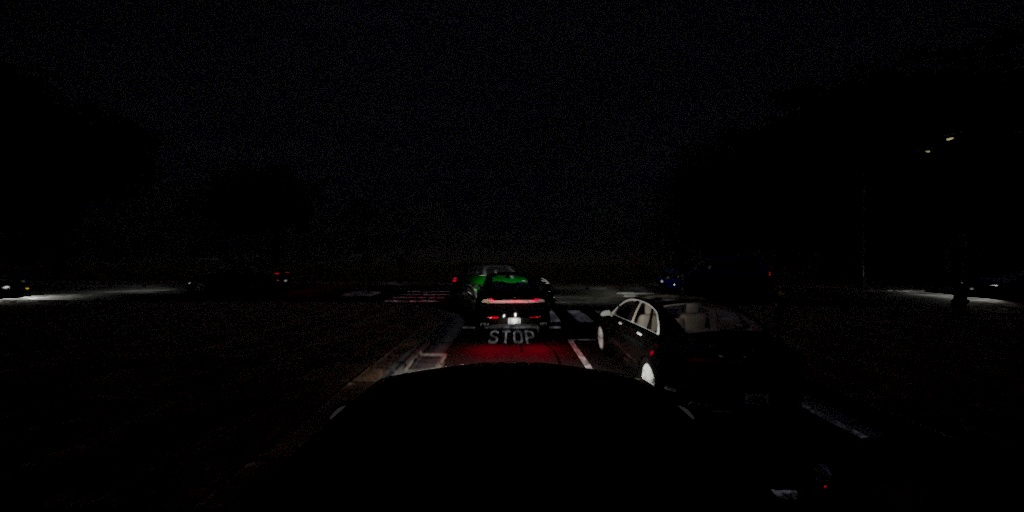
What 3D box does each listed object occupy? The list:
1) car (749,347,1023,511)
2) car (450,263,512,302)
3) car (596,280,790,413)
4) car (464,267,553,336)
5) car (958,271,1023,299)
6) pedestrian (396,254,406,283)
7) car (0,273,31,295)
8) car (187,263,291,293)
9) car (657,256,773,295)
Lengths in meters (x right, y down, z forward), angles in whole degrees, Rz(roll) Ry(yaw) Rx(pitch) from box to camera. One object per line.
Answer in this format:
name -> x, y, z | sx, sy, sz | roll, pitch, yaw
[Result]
car -> 2.636, 1.333, 0.491 | 1.802, 1.307, 4.207 | 0, 0, 0
car -> -0.438, 1.092, 16.368 | 4.553, 1.767, 2.097 | 0, 0, 0
car -> 2.635, 1.296, 6.023 | 2.007, 1.370, 4.403 | 0, 0, 0
car -> -0.099, 1.233, 10.410 | 2.128, 1.511, 4.902 | 0, 0, -4
car -> 27.100, 1.507, 19.317 | 4.674, 1.442, 1.812 | 1, 1, 0
pedestrian -> -6.886, 0.741, 22.200 | 0.375, 1.860, 0.375 | 0, 1, 0
car -> -25.015, 1.248, 16.339 | 4.181, 1.385, 1.994 | 0, 1, 0
car -> -14.607, 1.118, 19.293 | 4.902, 1.511, 2.128 | 0, 1, 0
car -> 10.852, 1.041, 19.309 | 5.566, 2.045, 2.150 | 1, 1, 0
